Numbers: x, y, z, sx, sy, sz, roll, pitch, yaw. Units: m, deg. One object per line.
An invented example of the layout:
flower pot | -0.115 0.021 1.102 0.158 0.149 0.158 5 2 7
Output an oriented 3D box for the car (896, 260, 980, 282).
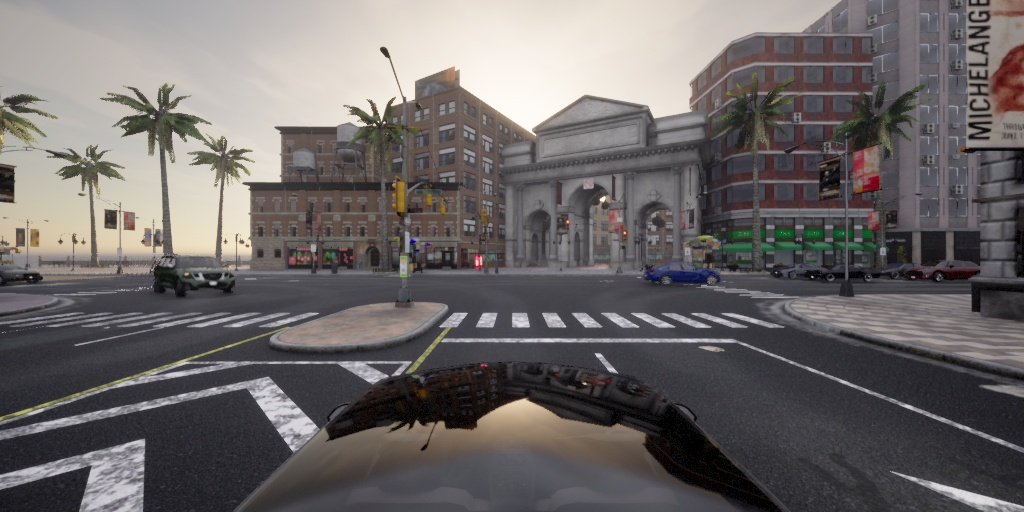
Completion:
car | 34.063 1.102 28.363 4.553 1.767 2.097 0 0 2

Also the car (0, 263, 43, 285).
car | -36.355 1.255 25.299 4.892 1.490 1.837 0 0 0

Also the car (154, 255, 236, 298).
car | -16.823 0.970 18.930 5.566 2.045 2.150 0 -1 33

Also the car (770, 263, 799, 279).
car | 25.592 1.314 32.005 4.181 1.385 1.994 0 0 1

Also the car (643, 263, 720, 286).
car | 11.755 1.227 24.937 5.008 1.535 1.882 0 0 0

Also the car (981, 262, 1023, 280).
car | 44.748 1.255 31.189 4.892 1.490 1.837 0 0 8

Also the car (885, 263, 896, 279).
car | 34.847 1.297 31.902 5.357 1.411 2.033 0 0 1

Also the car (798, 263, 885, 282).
car | 26.107 1.351 28.517 4.718 1.301 1.895 0 0 1
